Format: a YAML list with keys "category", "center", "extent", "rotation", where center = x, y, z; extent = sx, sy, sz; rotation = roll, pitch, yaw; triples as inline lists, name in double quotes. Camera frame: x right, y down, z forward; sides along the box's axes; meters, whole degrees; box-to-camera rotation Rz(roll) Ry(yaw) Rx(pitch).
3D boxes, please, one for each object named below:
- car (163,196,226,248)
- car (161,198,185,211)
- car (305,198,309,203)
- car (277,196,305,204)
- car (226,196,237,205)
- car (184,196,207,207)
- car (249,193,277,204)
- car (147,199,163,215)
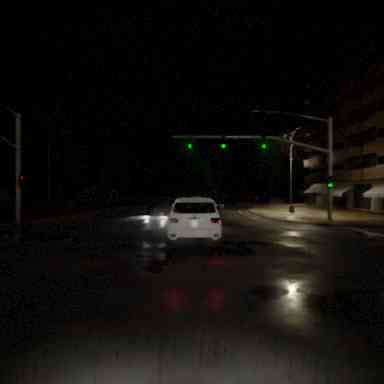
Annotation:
- category: "car"
  center: [0.096, 1.246, 15.173]
  extent: [2.150, 2.045, 5.566]
  rotation: [0, 0, 0]
- category: "car"
  center: [-2.406, 1.508, 43.031]
  extent: [1.837, 1.490, 4.892]
  rotation: [0, 0, 13]
- category: "car"
  center: [21.868, 1.530, 68.436]
  extent: [4.674, 1.442, 1.812]
  rotation: [0, 0, -22]
- category: "car"
  center: [18.227, 1.552, 62.412]
  extent: [5.357, 1.411, 2.033]
  rotation: [0, 0, -34]
- category: "car"
  center: [6.405, 1.496, 61.185]
  extent: [2.128, 1.511, 4.902]
  rotation: [0, 0, 38]
- category: "car"
  center: [0.685, 1.481, 52.557]
  extent: [1.882, 1.535, 5.008]
  rotation: [0, 0, 23]
- category: "car"
  center: [13.099, 1.226, 62.921]
  extent: [5.566, 2.045, 2.150]
  rotation: [0, 0, -41]
- category: "car"
  center: [-3.346, 1.507, 33.794]
  extent: [1.837, 1.490, 4.892]
  rotation: [0, 0, 3]
